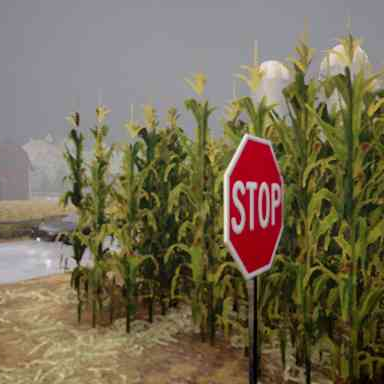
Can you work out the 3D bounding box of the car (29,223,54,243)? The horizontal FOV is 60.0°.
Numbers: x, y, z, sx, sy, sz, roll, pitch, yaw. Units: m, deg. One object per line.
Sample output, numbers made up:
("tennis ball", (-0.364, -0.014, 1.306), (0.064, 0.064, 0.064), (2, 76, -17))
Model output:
("car", (-5.320, 1.742, 16.964), (2.033, 1.411, 5.357), (0, 0, 34))
